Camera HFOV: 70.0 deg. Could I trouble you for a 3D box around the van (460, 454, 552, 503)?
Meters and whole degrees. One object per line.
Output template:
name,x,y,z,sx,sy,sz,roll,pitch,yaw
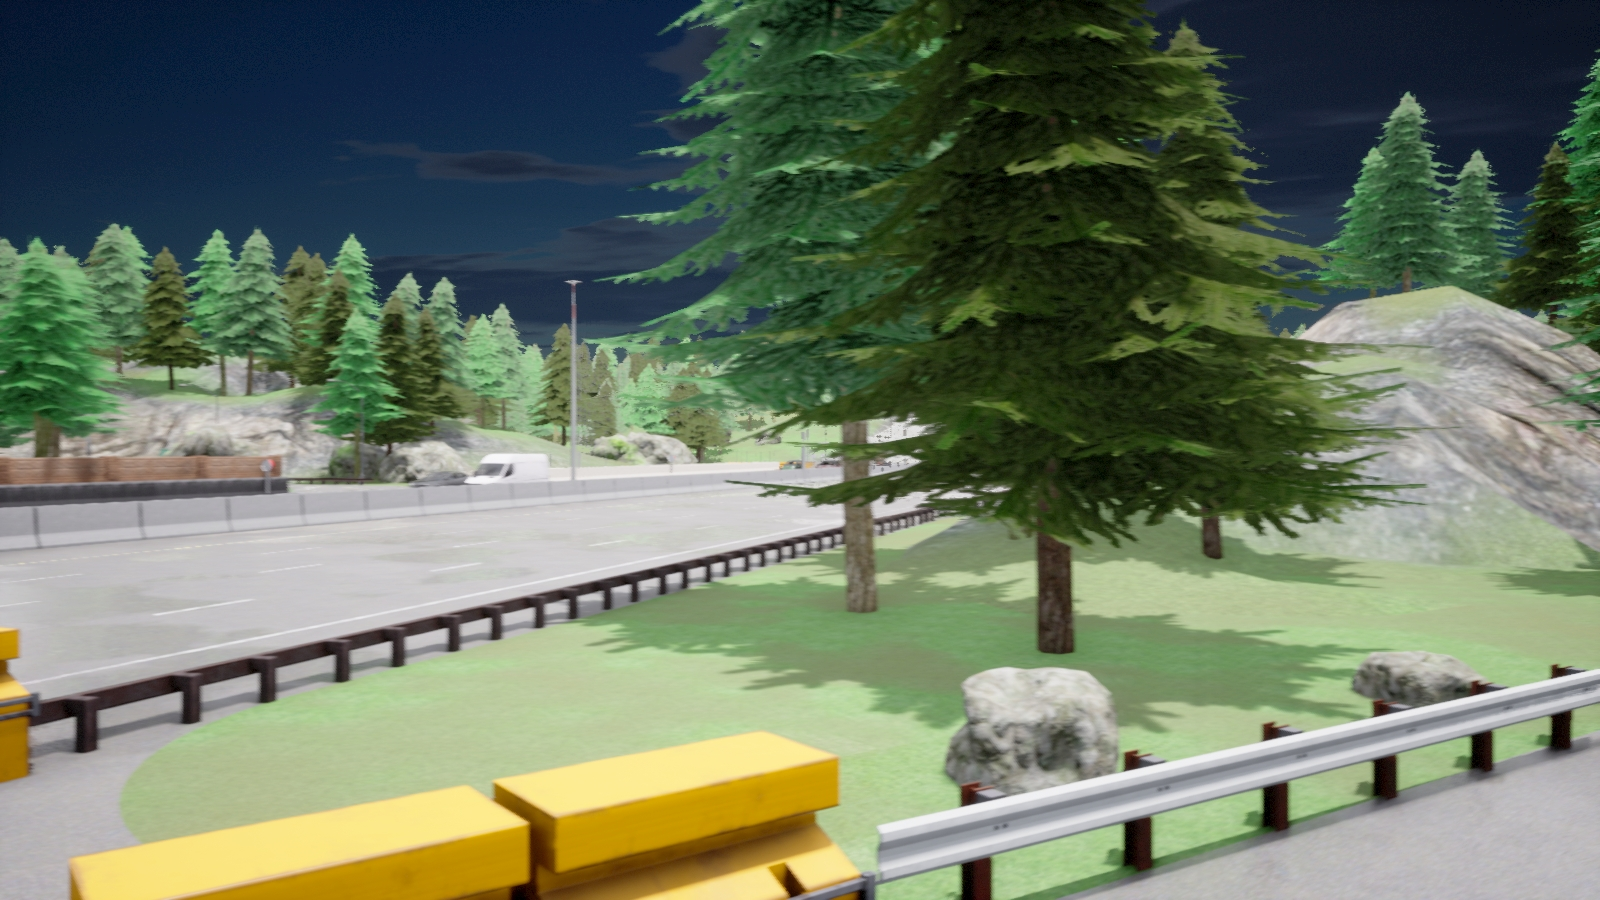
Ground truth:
van,-16.109,1.493,62.938,1.988,2.561,5.915,0,0,19

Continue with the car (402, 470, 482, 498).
car,-21.512,2.017,68.839,2.163,1.488,4.792,0,0,19
